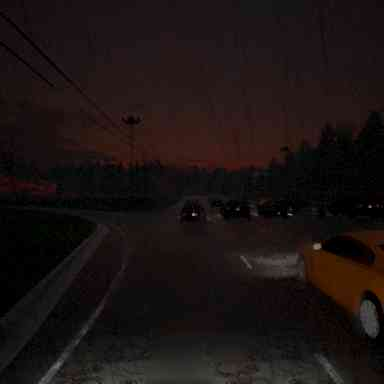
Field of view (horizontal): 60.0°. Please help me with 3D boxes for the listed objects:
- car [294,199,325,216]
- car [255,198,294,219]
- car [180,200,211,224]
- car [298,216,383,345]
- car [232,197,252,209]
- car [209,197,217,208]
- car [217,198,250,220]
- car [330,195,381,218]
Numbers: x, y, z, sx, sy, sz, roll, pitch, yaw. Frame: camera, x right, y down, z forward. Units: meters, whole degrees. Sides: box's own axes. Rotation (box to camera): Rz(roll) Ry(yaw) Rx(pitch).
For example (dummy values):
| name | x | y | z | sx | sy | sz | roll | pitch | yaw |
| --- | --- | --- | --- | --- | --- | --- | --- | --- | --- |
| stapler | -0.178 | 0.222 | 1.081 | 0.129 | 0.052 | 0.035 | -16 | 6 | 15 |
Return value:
| name | x | y | z | sx | sy | sz | roll | pitch | yaw |
| --- | --- | --- | --- | --- | --- | --- | --- | --- | --- |
| car | 10.590 | 1.608 | 30.603 | 1.994 | 1.385 | 4.181 | 0 | 0 | 0 |
| car | 7.090 | 1.533 | 29.611 | 2.128 | 1.511 | 4.902 | 0 | 0 | 0 |
| car | 0.092 | 1.581 | 24.976 | 2.033 | 1.411 | 5.357 | 0 | 0 | 0 |
| car | 3.597 | 1.485 | 6.421 | 1.882 | 1.535 | 5.008 | 0 | 0 | 0 |
| car | 7.084 | 1.559 | 47.504 | 2.128 | 1.511 | 4.902 | 0 | 0 | 0 |
| car | 3.584 | 1.547 | 49.107 | 1.882 | 1.535 | 5.008 | 0 | 0 | 0 |
| car | 3.591 | 1.391 | 28.237 | 2.097 | 1.767 | 4.553 | 0 | 0 | 0 |
| car | 14.090 | 1.263 | 29.007 | 2.150 | 2.045 | 5.566 | 0 | 0 | 0 |
